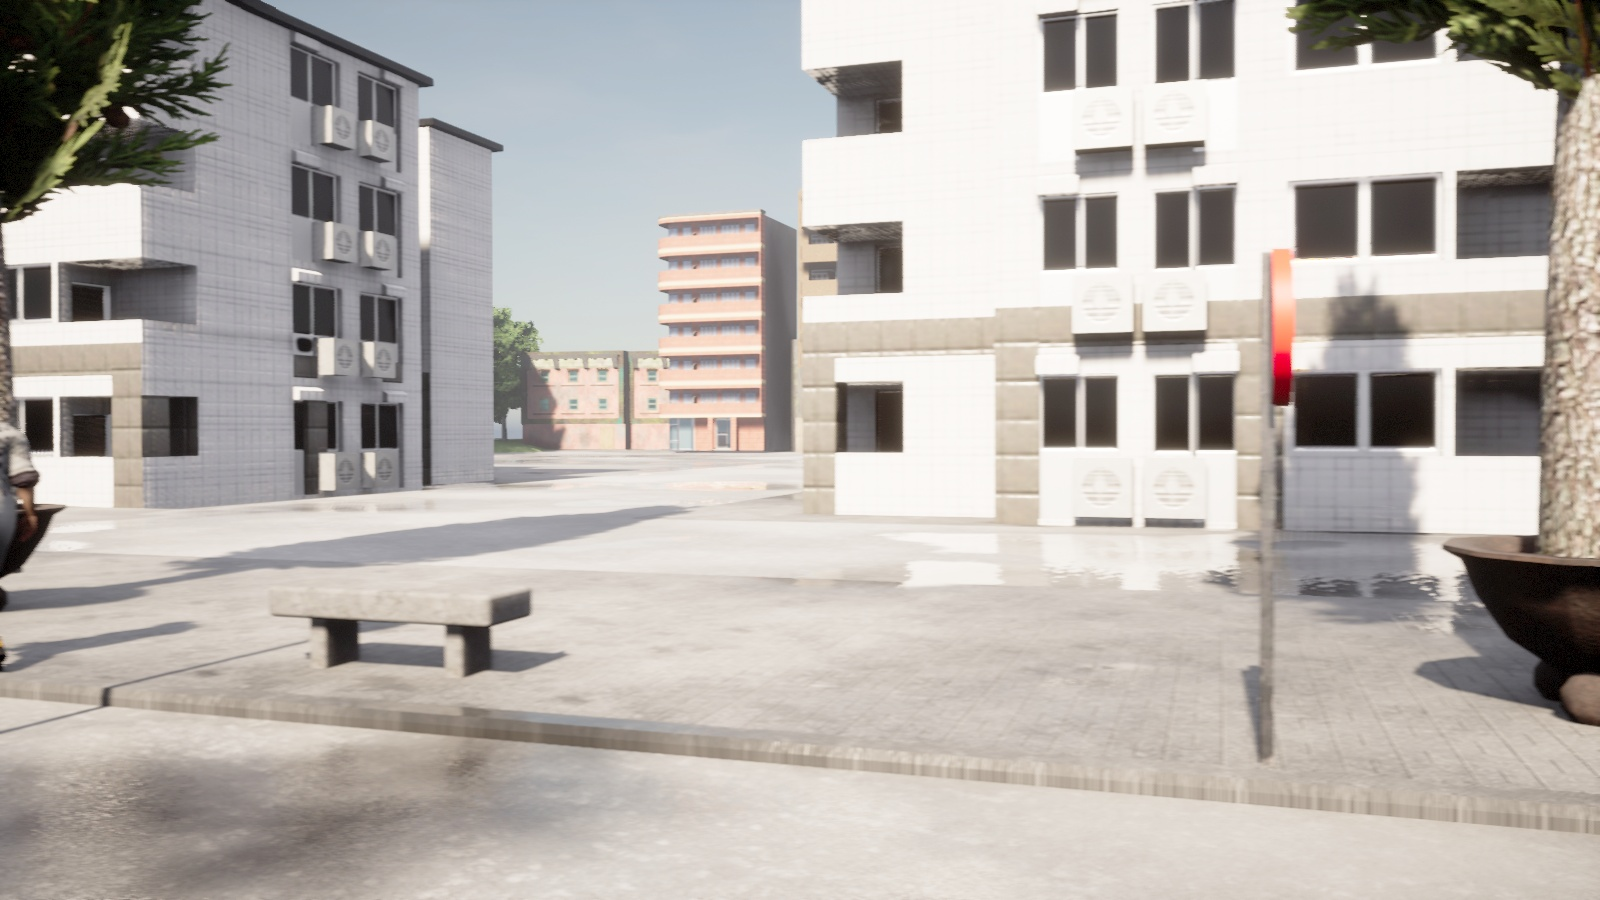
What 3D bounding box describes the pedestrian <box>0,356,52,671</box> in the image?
[{"bbox_3d":[-5.315,0.388,8.013,0.873,1.952,0.659,1,1,39],"label":"pedestrian"}]
